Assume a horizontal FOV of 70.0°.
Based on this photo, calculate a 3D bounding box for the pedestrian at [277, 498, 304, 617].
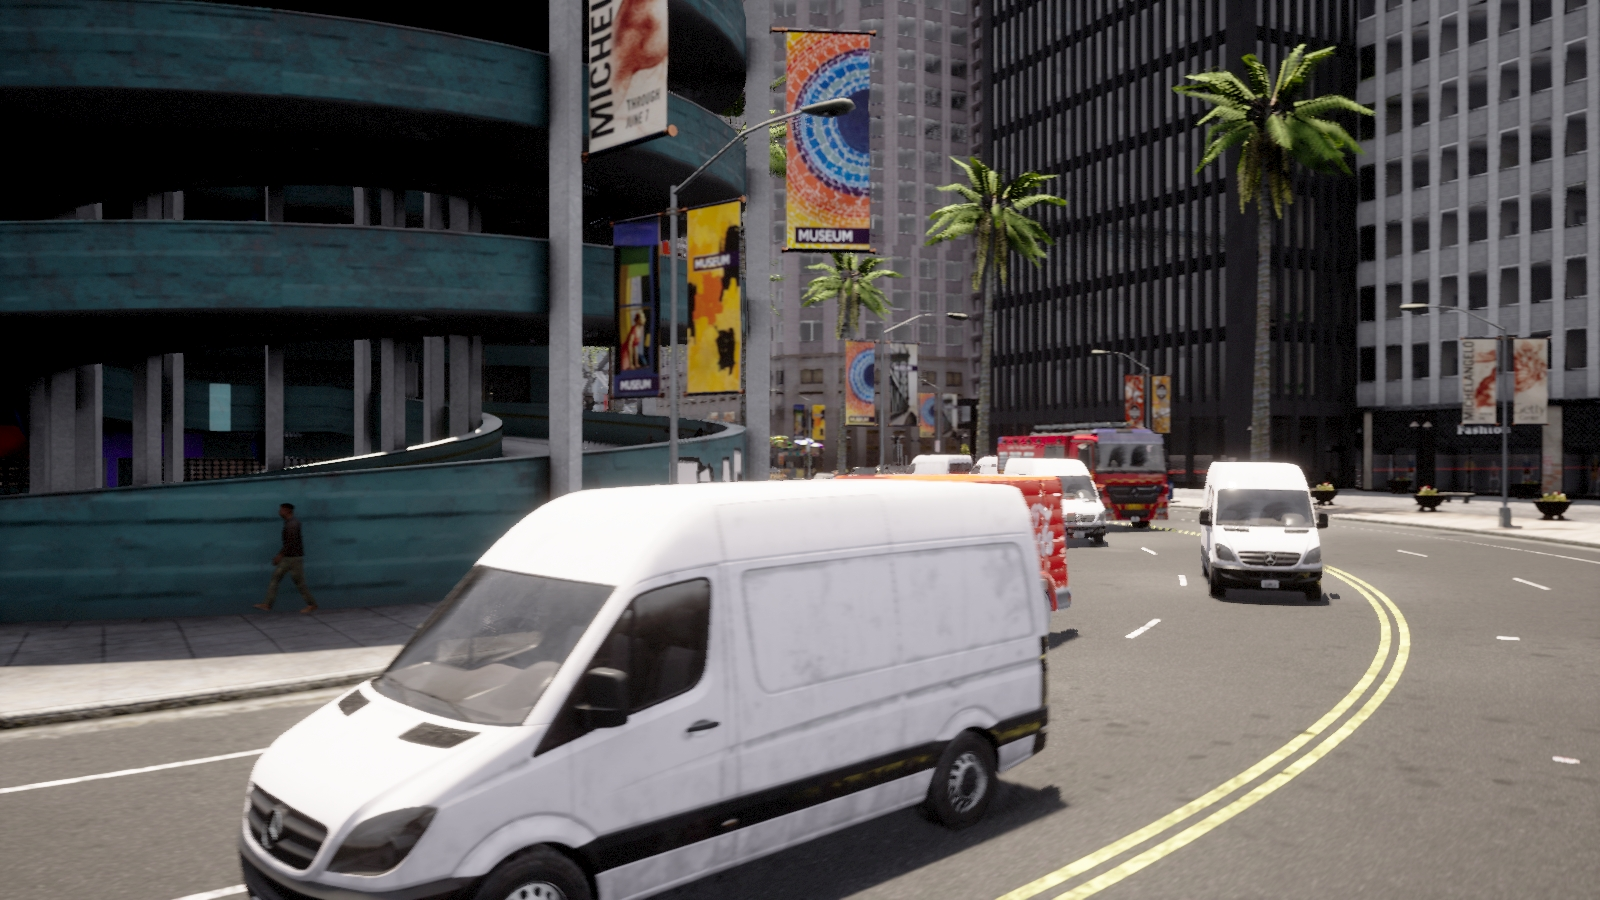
[{"bbox_3d":[-8.171,1.712,18.307,0.375,1.860,0.375,0,0,-28],"label":"pedestrian"}]

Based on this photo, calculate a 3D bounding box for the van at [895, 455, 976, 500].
[{"bbox_3d":[7.978,1.576,67.903,1.988,2.561,5.915,0,0,-25],"label":"van"}]

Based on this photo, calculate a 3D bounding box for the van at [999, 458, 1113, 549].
[{"bbox_3d":[7.867,1.555,35.783,1.988,2.561,5.915,0,0,-3],"label":"van"}]

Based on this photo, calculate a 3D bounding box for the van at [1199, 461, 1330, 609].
[{"bbox_3d":[9.347,1.546,23.448,1.988,2.561,5.915,0,0,17],"label":"van"}]

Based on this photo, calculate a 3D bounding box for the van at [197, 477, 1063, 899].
[{"bbox_3d":[-0.682,1.540,7.972,5.915,2.561,1.988,0,0,-44],"label":"van"}]

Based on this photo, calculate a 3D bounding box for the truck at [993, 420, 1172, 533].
[{"bbox_3d":[10.386,0.914,43.177,2.891,3.827,8.468,0,0,-14],"label":"truck"}]
